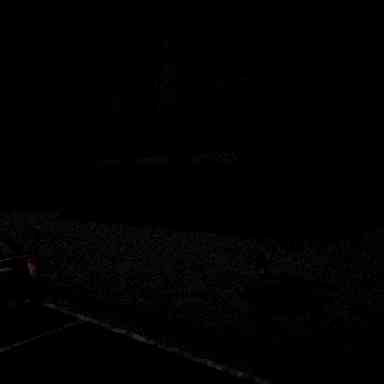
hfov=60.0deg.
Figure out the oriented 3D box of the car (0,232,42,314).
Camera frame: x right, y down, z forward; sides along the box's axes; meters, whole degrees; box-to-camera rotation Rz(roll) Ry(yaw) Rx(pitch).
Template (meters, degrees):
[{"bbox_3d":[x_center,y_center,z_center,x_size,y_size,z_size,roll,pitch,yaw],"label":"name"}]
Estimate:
[{"bbox_3d":[-4.728,1.388,6.338,4.097,1.590,1.967,0,1,36],"label":"car"}]
